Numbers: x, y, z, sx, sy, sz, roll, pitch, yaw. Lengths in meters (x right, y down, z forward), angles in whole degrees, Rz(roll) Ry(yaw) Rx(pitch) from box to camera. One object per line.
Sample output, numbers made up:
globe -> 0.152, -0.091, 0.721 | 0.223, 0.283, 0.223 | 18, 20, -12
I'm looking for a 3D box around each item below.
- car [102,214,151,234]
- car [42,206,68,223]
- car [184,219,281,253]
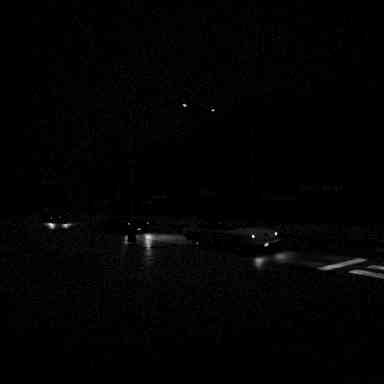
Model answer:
car -> -4.916, 2.320, 24.618 | 1.895, 1.301, 4.718 | 0, -2, -36
car -> -17.529, 2.826, 42.365 | 2.150, 2.045, 5.566 | -1, -3, -35
car -> 1.700, 1.919, 15.386 | 1.895, 1.301, 4.718 | 0, -2, -38
